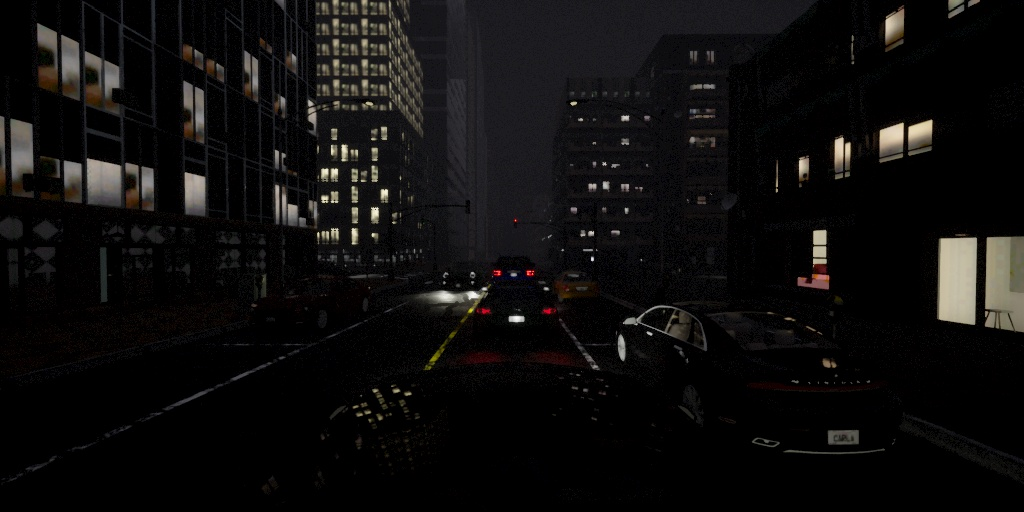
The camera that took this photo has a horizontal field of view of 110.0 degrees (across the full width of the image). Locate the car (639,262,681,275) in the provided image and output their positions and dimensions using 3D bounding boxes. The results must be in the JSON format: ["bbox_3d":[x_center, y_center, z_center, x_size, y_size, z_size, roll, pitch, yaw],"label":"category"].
[{"bbox_3d":[16.290,1.373,39.654,4.403,1.370,2.007,0,0,1],"label":"car"}]

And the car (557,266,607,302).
[{"bbox_3d":[2.811,1.271,16.678,1.751,1.417,4.829,0,0,0],"label":"car"}]

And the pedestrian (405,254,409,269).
[{"bbox_3d":[-12.568,0.670,42.974,0.375,1.860,0.375,0,0,1],"label":"pedestrian"}]

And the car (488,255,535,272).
[{"bbox_3d":[0.085,0.967,19.451,2.150,2.045,5.566,0,0,0],"label":"car"}]

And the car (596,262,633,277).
[{"bbox_3d":[9.674,1.357,37.144,5.357,1.411,2.033,1,1,1],"label":"car"}]

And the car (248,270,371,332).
[{"bbox_3d":[-5.826,1.292,10.918,1.888,1.381,4.507,0,0,0],"label":"car"}]

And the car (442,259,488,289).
[{"bbox_3d":[-2.972,1.096,22.619,2.097,1.767,4.553,0,0,3],"label":"car"}]

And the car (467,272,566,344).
[{"bbox_3d":[0.094,1.312,9.643,1.994,1.385,4.181,0,0,0],"label":"car"}]

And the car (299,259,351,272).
[{"bbox_3d":[-17.874,1.154,34.310,4.674,1.442,1.812,1,1,2],"label":"car"}]

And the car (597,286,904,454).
[{"bbox_3d":[2.816,1.299,5.220,2.007,1.370,4.403,0,0,0],"label":"car"}]
